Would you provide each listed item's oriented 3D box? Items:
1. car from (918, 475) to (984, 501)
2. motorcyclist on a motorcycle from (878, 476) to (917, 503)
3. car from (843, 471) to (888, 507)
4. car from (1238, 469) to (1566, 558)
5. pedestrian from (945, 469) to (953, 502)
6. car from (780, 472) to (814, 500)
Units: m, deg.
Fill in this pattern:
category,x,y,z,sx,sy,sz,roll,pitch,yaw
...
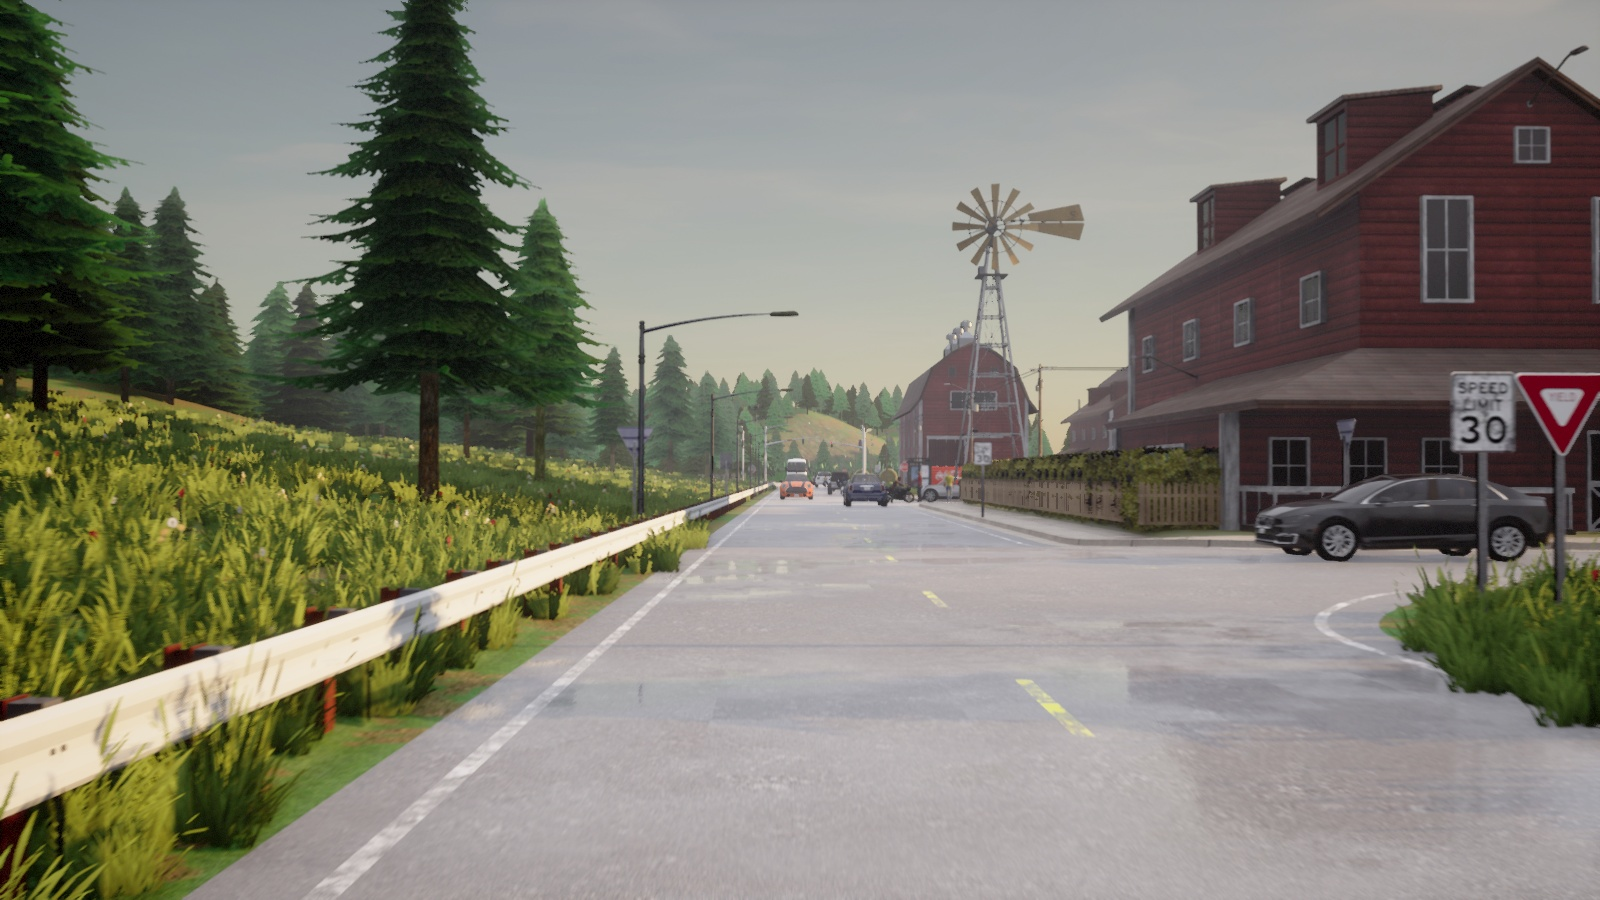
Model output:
category,x,y,z,sx,sy,sz,roll,pitch,yaw
car,9.012,2.265,74.990,3.806,1.475,1.970,0,-1,10
motorcyclist on a motorcycle,5.558,2.225,71.521,2.044,1.523,0.797,-1,-1,22
car,3.339,1.973,64.705,2.097,1.767,4.553,0,-1,0
car,10.516,1.092,22.195,4.892,1.490,1.837,0,-1,0
pedestrian,8.508,2.021,71.707,0.354,1.836,0.706,0,-1,4
car,-0.202,2.330,81.652,2.097,1.767,4.553,0,-1,0
